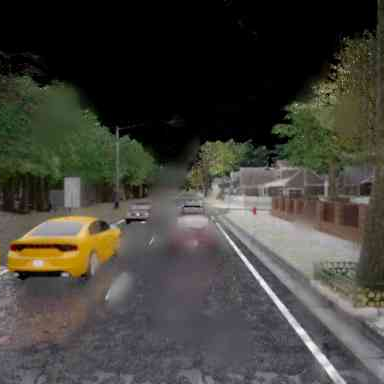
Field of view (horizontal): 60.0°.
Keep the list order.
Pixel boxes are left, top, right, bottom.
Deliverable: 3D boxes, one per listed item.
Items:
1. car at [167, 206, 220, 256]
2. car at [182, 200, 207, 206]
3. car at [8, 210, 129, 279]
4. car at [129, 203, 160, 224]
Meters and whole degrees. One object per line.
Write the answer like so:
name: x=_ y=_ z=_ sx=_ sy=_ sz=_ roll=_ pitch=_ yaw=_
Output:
car: x=0.062 y=1.502 z=12.956 sx=1.812 sy=1.442 sz=4.674 roll=0 pitch=0 yaw=0
car: x=0.191 y=1.420 z=27.485 sx=2.128 sy=1.511 sz=4.902 roll=0 pitch=0 yaw=2
car: x=-3.455 y=1.462 z=10.029 sx=1.882 sy=1.535 sz=5.008 roll=0 pitch=0 yaw=1
car: x=-3.474 y=1.490 z=23.914 sx=2.033 sy=1.411 sz=5.357 roll=0 pitch=0 yaw=1
